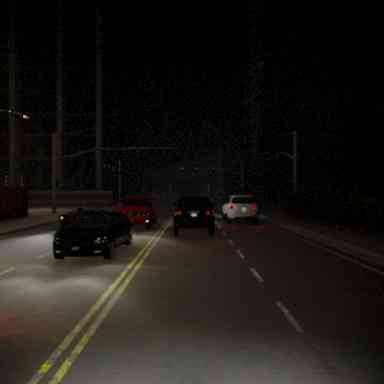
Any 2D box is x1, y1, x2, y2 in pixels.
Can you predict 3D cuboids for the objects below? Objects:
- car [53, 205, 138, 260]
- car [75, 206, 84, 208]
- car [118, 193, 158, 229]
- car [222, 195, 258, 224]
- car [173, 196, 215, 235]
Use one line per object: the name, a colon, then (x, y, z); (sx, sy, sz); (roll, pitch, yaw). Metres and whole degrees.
car: (-3.557, 1.472, 12.697); (1.882, 1.535, 5.008); (0, 0, 0)
car: (-6.998, 1.604, 21.869); (1.895, 1.301, 4.718); (0, 0, 0)
car: (-3.498, 1.251, 21.868); (2.150, 2.045, 5.566); (0, 0, 0)
car: (3.509, 1.210, 24.964); (2.150, 2.045, 5.566); (0, 0, 0)
car: (0.101, 1.213, 18.911); (2.150, 2.045, 5.566); (0, 0, 0)
